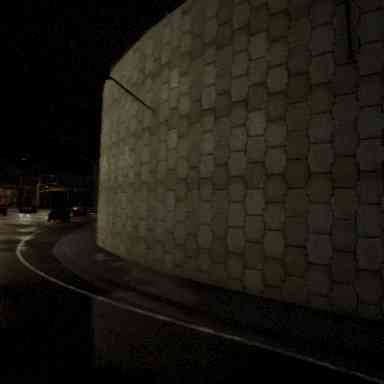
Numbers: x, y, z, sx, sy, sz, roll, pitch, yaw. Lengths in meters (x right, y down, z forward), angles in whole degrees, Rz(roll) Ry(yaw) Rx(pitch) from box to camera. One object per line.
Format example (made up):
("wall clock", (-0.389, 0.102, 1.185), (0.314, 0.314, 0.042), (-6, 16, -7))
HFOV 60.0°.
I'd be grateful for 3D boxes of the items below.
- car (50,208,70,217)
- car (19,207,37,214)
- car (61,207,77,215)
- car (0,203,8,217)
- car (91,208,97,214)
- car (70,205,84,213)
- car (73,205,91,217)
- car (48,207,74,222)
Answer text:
("car", (-23.079, 3.521, 58.323), (2.033, 1.411, 5.357), (2, -3, -9))
("car", (-31.107, 3.495, 63.353), (2.033, 1.411, 5.357), (2, -3, -10))
("car", (-24.655, 3.846, 67.019), (2.128, 1.511, 4.902), (2, -3, -10))
("car", (-28.365, 2.544, 47.684), (2.150, 2.045, 5.566), (2, -3, -10))
("car", (-22.888, 4.387, 77.027), (1.994, 1.385, 4.181), (2, -3, -10))
("car", (-26.243, 3.871, 75.999), (2.097, 1.767, 4.553), (2, -3, -10))
("car", (-19.354, 3.541, 57.783), (1.882, 1.535, 5.008), (2, -3, -10))
("car", (-16.381, 2.874, 41.182), (1.882, 1.535, 5.008), (2, -3, -10))
